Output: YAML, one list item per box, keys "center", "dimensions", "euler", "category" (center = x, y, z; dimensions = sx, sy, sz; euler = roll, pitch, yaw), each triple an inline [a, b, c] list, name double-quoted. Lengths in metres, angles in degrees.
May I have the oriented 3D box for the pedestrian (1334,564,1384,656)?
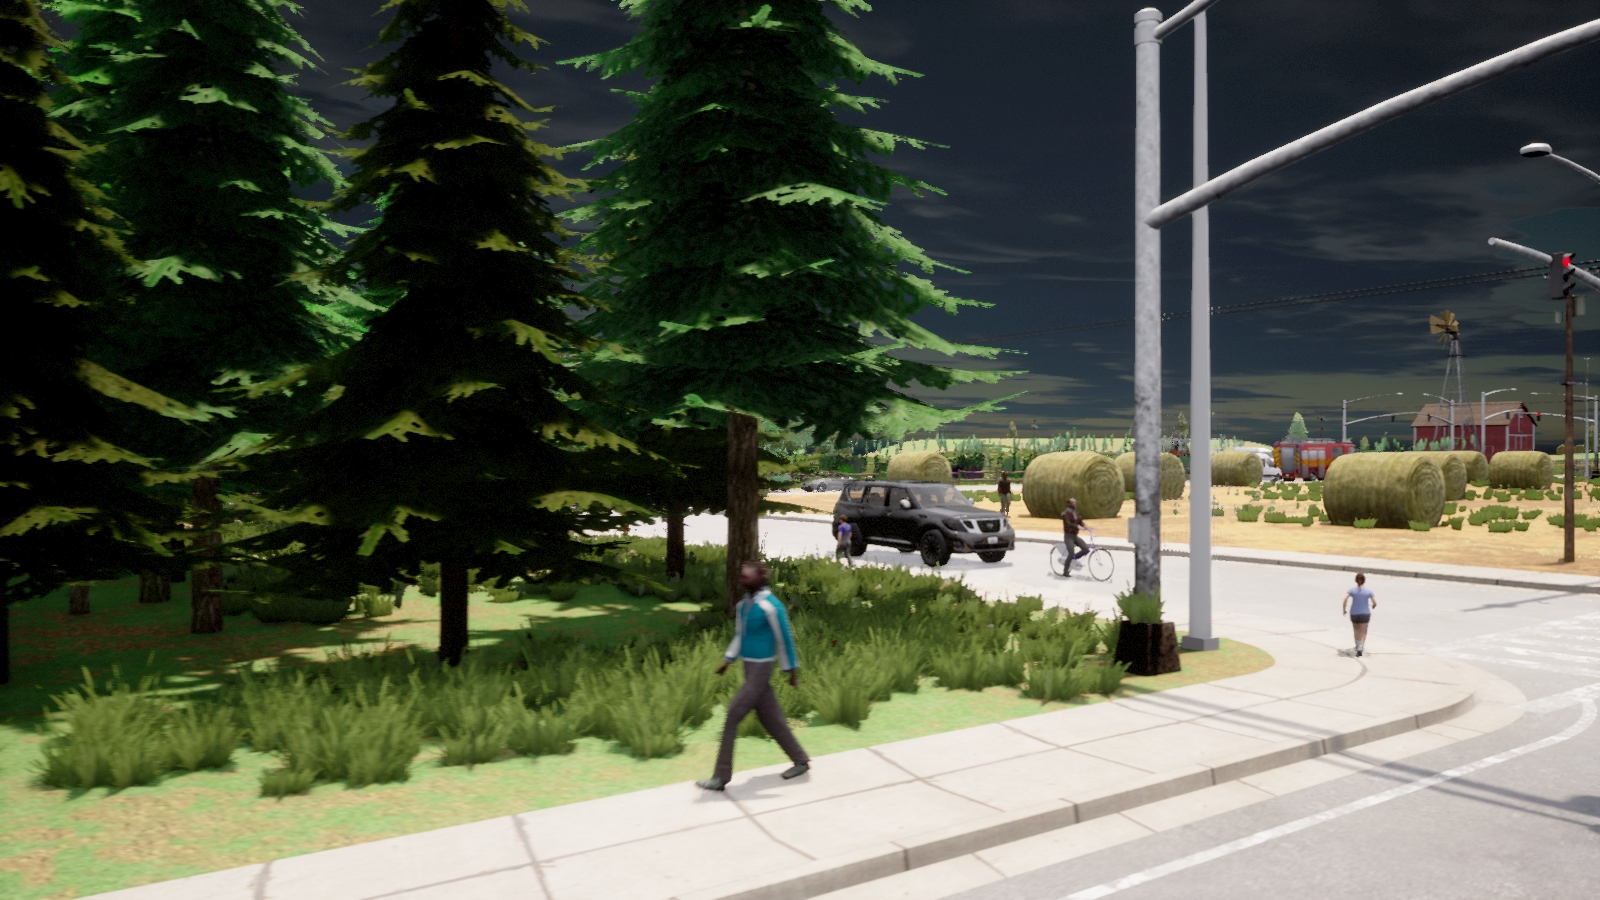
- center: [7.289, 2.067, 14.897]
  dimensions: [0.500, 1.100, 0.500]
  euler: [0, 0, 38]
  category: "pedestrian"

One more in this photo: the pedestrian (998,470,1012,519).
- center: [7.778, 1.682, 43.277]
  dimensions: [0.375, 1.860, 0.375]
  euler: [0, 0, -21]
  category: "pedestrian"

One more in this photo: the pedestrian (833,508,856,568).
- center: [0.999, 1.974, 25.601]
  dimensions: [0.375, 1.300, 0.375]
  euler: [0, 0, -35]
  category: "pedestrian"

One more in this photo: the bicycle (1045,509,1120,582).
- center: [6.159, 2.060, 24.979]
  dimensions: [0.329, 1.471, 1.835]
  euler: [0, 0, -34]
  category: "bicycle"

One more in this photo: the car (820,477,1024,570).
- center: [3.012, 1.780, 29.547]
  dimensions: [2.150, 2.045, 5.566]
  euler: [0, 0, -34]
  category: "car"

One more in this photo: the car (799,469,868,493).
- center: [2.192, 2.031, 74.672]
  dimensions: [4.193, 1.474, 1.816]
  euler: [0, 0, -32]
  category: "car"

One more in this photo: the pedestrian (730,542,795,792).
- center: [-0.294, 1.669, 8.955]
  dimensions: [0.375, 1.860, 0.375]
  euler: [0, 0, -32]
  category: "pedestrian"
